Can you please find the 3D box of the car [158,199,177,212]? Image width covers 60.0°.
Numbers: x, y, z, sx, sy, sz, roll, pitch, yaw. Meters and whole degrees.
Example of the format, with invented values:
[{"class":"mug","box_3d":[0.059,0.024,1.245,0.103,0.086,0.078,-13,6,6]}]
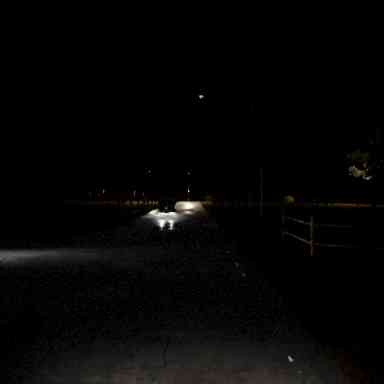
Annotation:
[{"class":"car","box_3d":[-2.835,1.539,38.869,2.128,1.511,4.902,0,0,0]}]
